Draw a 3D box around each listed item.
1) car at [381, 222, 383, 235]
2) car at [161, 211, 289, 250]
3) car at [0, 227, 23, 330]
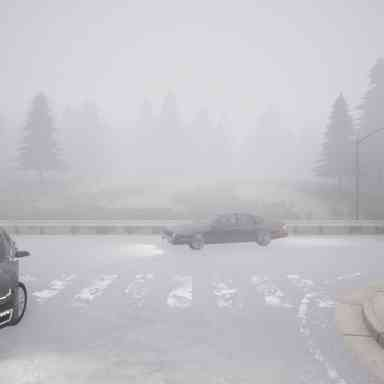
[{"bbox_3d":[11.239,1.491,15.089,4.902,1.511,2.128,0,0,0],"label":"car"},{"bbox_3d":[1.460,1.547,14.211,5.357,1.411,2.033,0,0,-20],"label":"car"},{"bbox_3d":[-4.457,1.505,6.571,1.837,1.490,4.892,0,0,-28],"label":"car"}]
